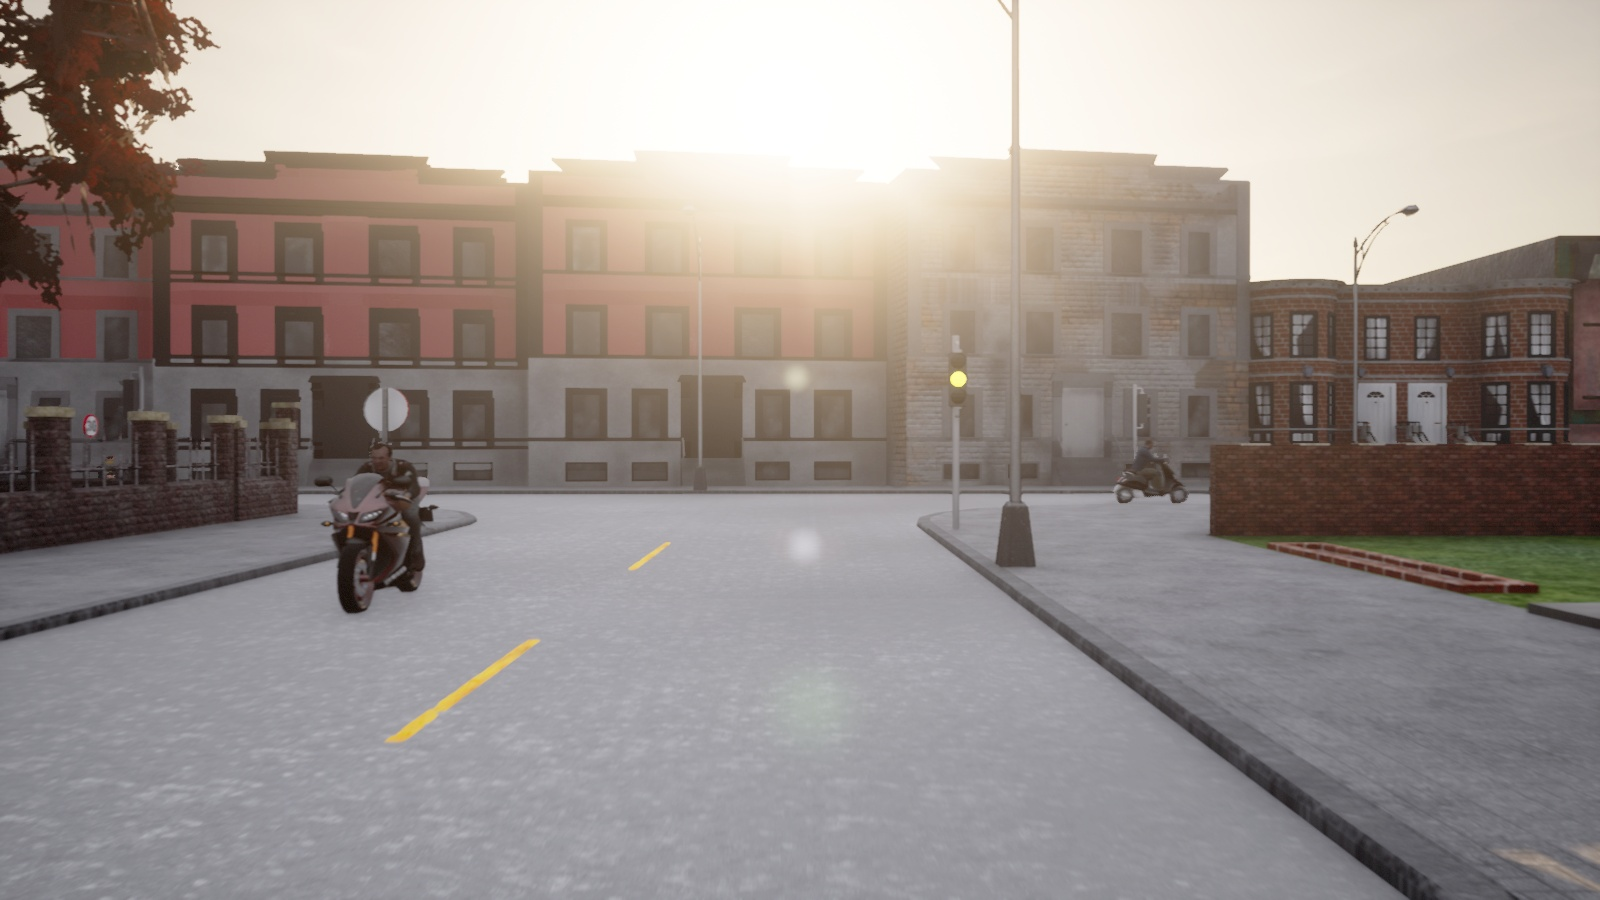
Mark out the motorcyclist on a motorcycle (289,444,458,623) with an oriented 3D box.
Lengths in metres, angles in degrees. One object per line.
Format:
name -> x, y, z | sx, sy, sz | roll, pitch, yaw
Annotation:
motorcyclist on a motorcycle -> -3.947, 0.712, 11.841 | 0.866, 1.530, 2.191 | 0, 0, -1

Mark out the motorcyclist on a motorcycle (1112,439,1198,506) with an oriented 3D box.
motorcyclist on a motorcycle -> 8.564, 0.536, 30.375 | 1.817, 1.590, 0.866 | 0, 0, -2
